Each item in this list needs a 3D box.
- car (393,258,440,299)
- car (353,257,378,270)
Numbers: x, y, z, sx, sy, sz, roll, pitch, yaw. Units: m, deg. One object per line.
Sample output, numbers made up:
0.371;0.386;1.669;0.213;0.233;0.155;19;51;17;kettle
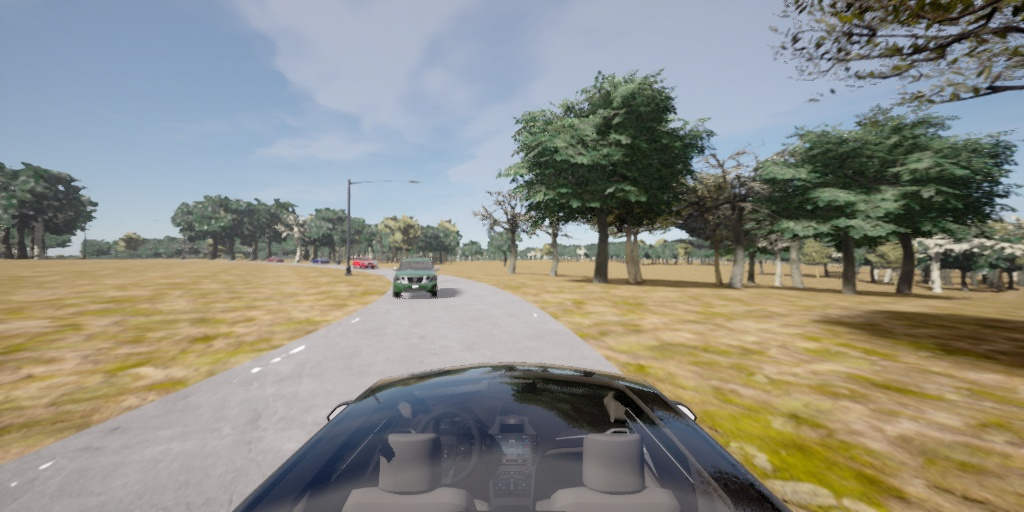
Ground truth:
-5.245;1.136;19.885;2.150;2.045;5.566;0;0;-13;car
-23.758;1.126;57.600;2.150;2.045;5.566;1;0;-39;car
